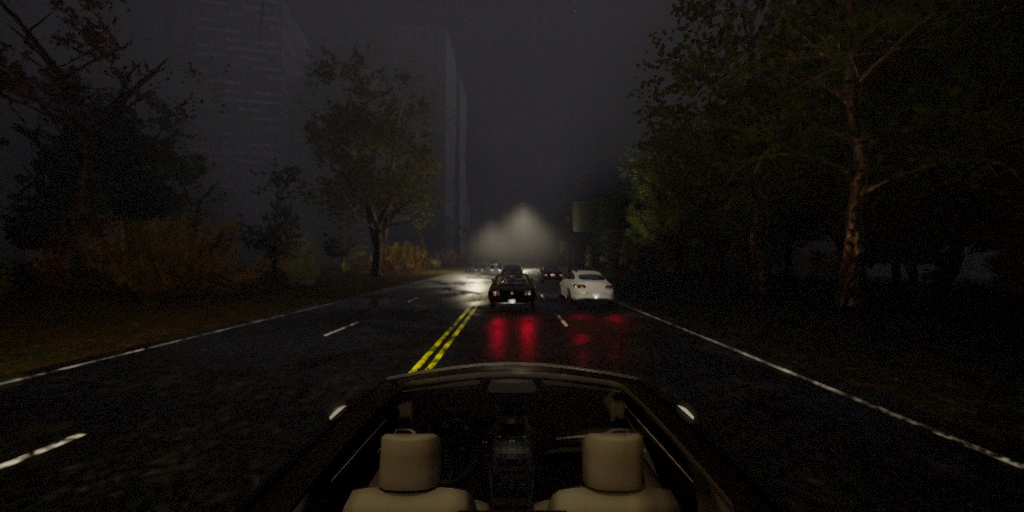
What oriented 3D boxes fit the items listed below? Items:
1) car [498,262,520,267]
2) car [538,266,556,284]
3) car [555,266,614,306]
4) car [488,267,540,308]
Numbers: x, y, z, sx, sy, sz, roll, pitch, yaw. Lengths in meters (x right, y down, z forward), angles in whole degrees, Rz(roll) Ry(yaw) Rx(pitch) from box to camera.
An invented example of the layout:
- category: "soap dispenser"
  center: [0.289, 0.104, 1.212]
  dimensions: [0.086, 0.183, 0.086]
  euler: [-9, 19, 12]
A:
- category: "car"
  center: [0.008, 1.486, 31.317]
  dimensions: [1.882, 1.535, 5.008]
  euler: [-2, 1, 0]
- category: "car"
  center: [3.278, 1.546, 30.868]
  dimensions: [2.033, 1.411, 5.357]
  euler: [0, 0, 0]
- category: "car"
  center: [3.284, 1.366, 16.255]
  dimensions: [1.812, 1.442, 4.674]
  euler: [1, 0, 0]
- category: "car"
  center: [0.013, 1.410, 15.978]
  dimensions: [1.895, 1.301, 4.718]
  euler: [-1, 1, 0]
